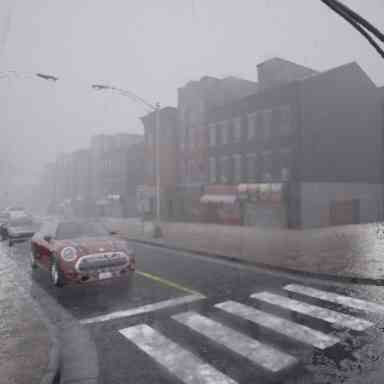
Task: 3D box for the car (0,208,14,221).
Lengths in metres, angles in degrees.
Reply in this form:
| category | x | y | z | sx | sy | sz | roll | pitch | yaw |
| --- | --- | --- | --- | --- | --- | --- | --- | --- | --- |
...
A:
| category | x | y | z | sx | sy | sz | roll | pitch | yaw |
| --- | --- | --- | --- | --- | --- | --- | --- | --- | --- |
| car | -28.452 | 3.345 | 50.237 | 2.097 | 1.767 | 4.553 | -1 | -2 | -36 |

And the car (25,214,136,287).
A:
| category | x | y | z | sx | sy | sz | roll | pitch | yaw |
| --- | --- | --- | --- | --- | --- | --- | --- | --- | --- |
| car | -3.535 | 1.610 | 10.346 | 2.097 | 1.767 | 4.553 | -1 | -1 | -36 |

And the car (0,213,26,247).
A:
| category | x | y | z | sx | sy | sz | roll | pitch | yaw |
| --- | --- | --- | --- | --- | --- | --- | --- | --- | --- |
| car | -9.620 | 2.144 | 18.852 | 2.033 | 1.411 | 5.357 | 0 | -2 | -36 |

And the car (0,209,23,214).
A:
| category | x | y | z | sx | sy | sz | roll | pitch | yaw |
| --- | --- | --- | --- | --- | --- | --- | --- | --- | --- |
| car | -15.743 | 2.472 | 27.426 | 2.128 | 1.511 | 4.902 | -1 | -2 | -35 |

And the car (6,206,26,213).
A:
| category | x | y | z | sx | sy | sz | roll | pitch | yaw |
| --- | --- | --- | --- | --- | --- | --- | --- | --- | --- |
| car | -22.311 | 2.784 | 41.656 | 2.150 | 2.045 | 5.566 | -1 | -2 | -36 |
